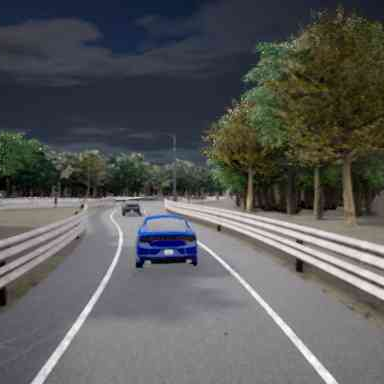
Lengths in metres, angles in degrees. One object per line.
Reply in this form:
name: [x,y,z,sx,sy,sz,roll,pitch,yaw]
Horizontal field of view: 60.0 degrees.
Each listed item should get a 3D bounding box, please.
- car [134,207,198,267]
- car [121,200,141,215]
car: [-0.992,1.538,11.763,1.882,1.535,5.008,0,0,-8]
car: [-6.419,1.596,35.251,1.837,1.490,4.892,-1,1,-11]
